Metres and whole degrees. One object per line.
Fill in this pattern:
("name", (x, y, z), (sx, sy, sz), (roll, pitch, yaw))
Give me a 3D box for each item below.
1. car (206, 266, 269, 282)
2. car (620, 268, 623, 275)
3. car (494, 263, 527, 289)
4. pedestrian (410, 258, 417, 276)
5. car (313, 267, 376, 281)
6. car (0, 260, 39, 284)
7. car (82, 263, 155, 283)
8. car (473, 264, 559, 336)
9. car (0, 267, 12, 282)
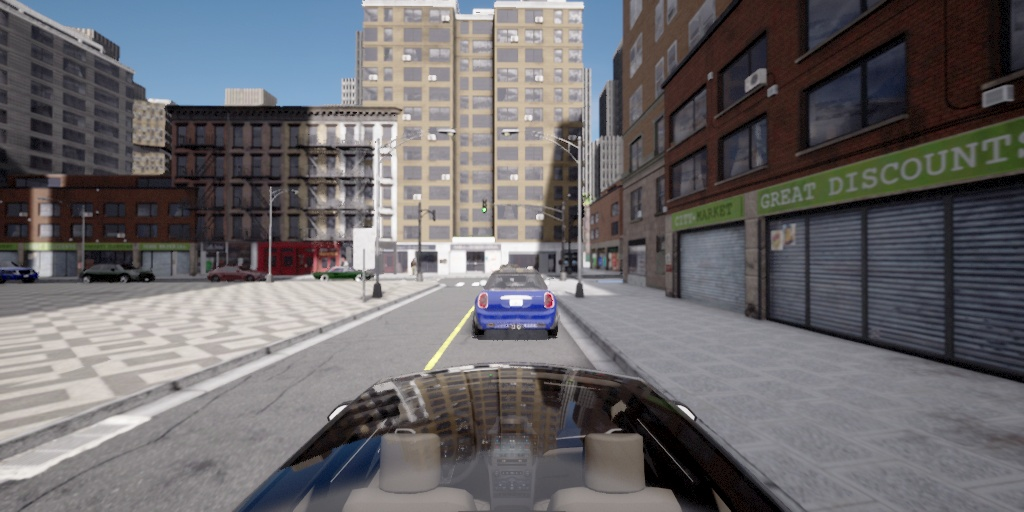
("car", (-23.300, 1.543, 30.578), (4.674, 1.442, 1.812), (0, 0, -1))
("car", (12.851, 1.240, 34.263), (4.892, 1.490, 1.837), (-1, 0, -1))
("car", (-0.221, 1.305, 24.884), (1.882, 1.535, 5.008), (0, 0, -5))
("pedestrian", (-10.197, 1.103, 36.980), (0.375, 1.860, 0.375), (0, 0, -1))
("car", (-14.229, 1.552, 30.685), (4.718, 1.301, 1.895), (0, 0, -1))
("car", (-43.869, 1.367, 30.327), (5.566, 2.045, 2.150), (0, 0, 0))
("car", (-33.248, 1.434, 30.433), (4.553, 1.767, 2.097), (0, 0, -1))
("car", (0.093, 1.133, 10.625), (2.097, 1.767, 4.553), (0, 0, 0))
("car", (-50.085, 1.761, 33.397), (4.181, 1.385, 1.994), (0, 0, -1))
